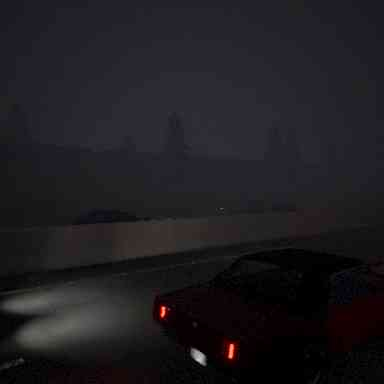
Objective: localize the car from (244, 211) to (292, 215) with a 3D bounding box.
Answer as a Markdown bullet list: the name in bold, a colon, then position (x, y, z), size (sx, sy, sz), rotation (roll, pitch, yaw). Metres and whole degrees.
- **car**: position (6.406, 1.416, 25.737), size (4.181, 1.385, 1.994), rotation (-1, 0, -35)

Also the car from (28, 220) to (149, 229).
- **car**: position (-4.146, 1.444, 13.928), size (5.008, 1.535, 1.882), rotation (0, 0, -35)

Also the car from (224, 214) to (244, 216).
- **car**: position (4.667, 1.451, 28.796), size (4.718, 1.301, 1.895), rotation (-1, 0, -35)

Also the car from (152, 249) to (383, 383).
- **car**: position (1.879, 1.569, 5.084), size (4.718, 1.301, 1.895), rotation (0, 0, -35)
